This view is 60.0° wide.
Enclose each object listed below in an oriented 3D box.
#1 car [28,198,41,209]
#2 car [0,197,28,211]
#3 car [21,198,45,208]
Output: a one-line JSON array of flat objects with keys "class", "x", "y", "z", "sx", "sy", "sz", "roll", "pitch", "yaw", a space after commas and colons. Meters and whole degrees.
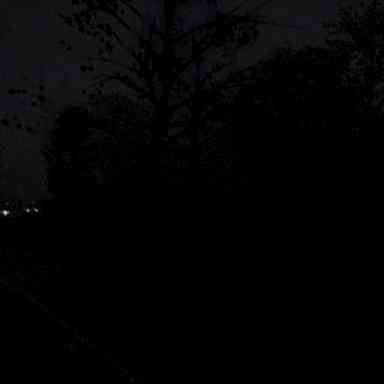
[{"class": "car", "x": -23.691, "y": 1.920, "z": 51.605, "sx": 2.033, "sy": 1.411, "sz": 5.357, "roll": 0, "pitch": -2, "yaw": -2}, {"class": "car", "x": -23.280, "y": 1.453, "z": 42.124, "sx": 2.097, "sy": 1.767, "sz": 4.553, "roll": 0, "pitch": -1, "yaw": -2}, {"class": "car", "x": -27.497, "y": 1.891, "z": 57.555, "sx": 2.097, "sy": 1.767, "sz": 4.553, "roll": 0, "pitch": -2, "yaw": -2}]
